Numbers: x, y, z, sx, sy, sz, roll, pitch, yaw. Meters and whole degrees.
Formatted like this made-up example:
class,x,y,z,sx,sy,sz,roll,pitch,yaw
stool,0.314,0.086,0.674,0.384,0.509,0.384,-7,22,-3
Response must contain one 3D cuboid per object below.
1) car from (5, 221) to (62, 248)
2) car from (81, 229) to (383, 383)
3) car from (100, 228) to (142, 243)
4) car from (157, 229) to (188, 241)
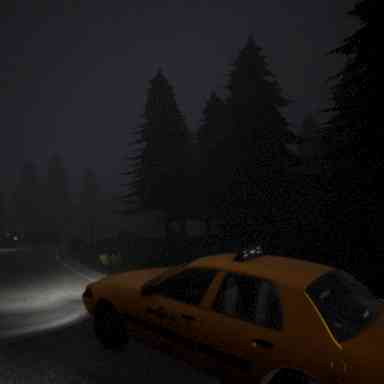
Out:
class,x,y,z,sx,sy,sz,roll,pitch,yaw
car,-12.800,3.447,27.438,2.150,2.045,5.566,-4,-8,6
car,0.514,1.470,4.389,5.366,1.575,1.801,0,0,42
car,-7.620,4.790,36.459,2.033,1.411,5.357,-5,-9,19
car,-2.635,5.880,45.898,1.882,1.535,5.008,-5,-8,29
